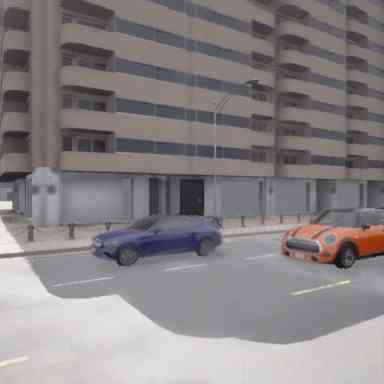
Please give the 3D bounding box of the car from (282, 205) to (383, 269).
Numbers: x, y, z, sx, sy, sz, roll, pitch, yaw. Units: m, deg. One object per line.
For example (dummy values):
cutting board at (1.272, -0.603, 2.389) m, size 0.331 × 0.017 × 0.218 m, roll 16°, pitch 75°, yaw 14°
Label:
car at (5.189, 1.351, 11.258) m, size 4.553 × 1.767 × 2.097 m, roll 0°, pitch 0°, yaw -31°

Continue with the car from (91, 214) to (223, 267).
car at (-1.067, 1.525, 11.518) m, size 4.674 × 1.442 × 1.812 m, roll 0°, pitch 0°, yaw -32°
